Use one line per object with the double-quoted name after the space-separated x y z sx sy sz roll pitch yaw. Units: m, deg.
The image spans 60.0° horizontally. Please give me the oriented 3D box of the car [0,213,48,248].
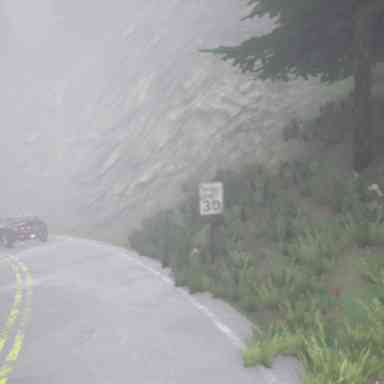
-9.188 1.908 17.367 1.837 1.490 4.892 -7 3 -45 "car"
